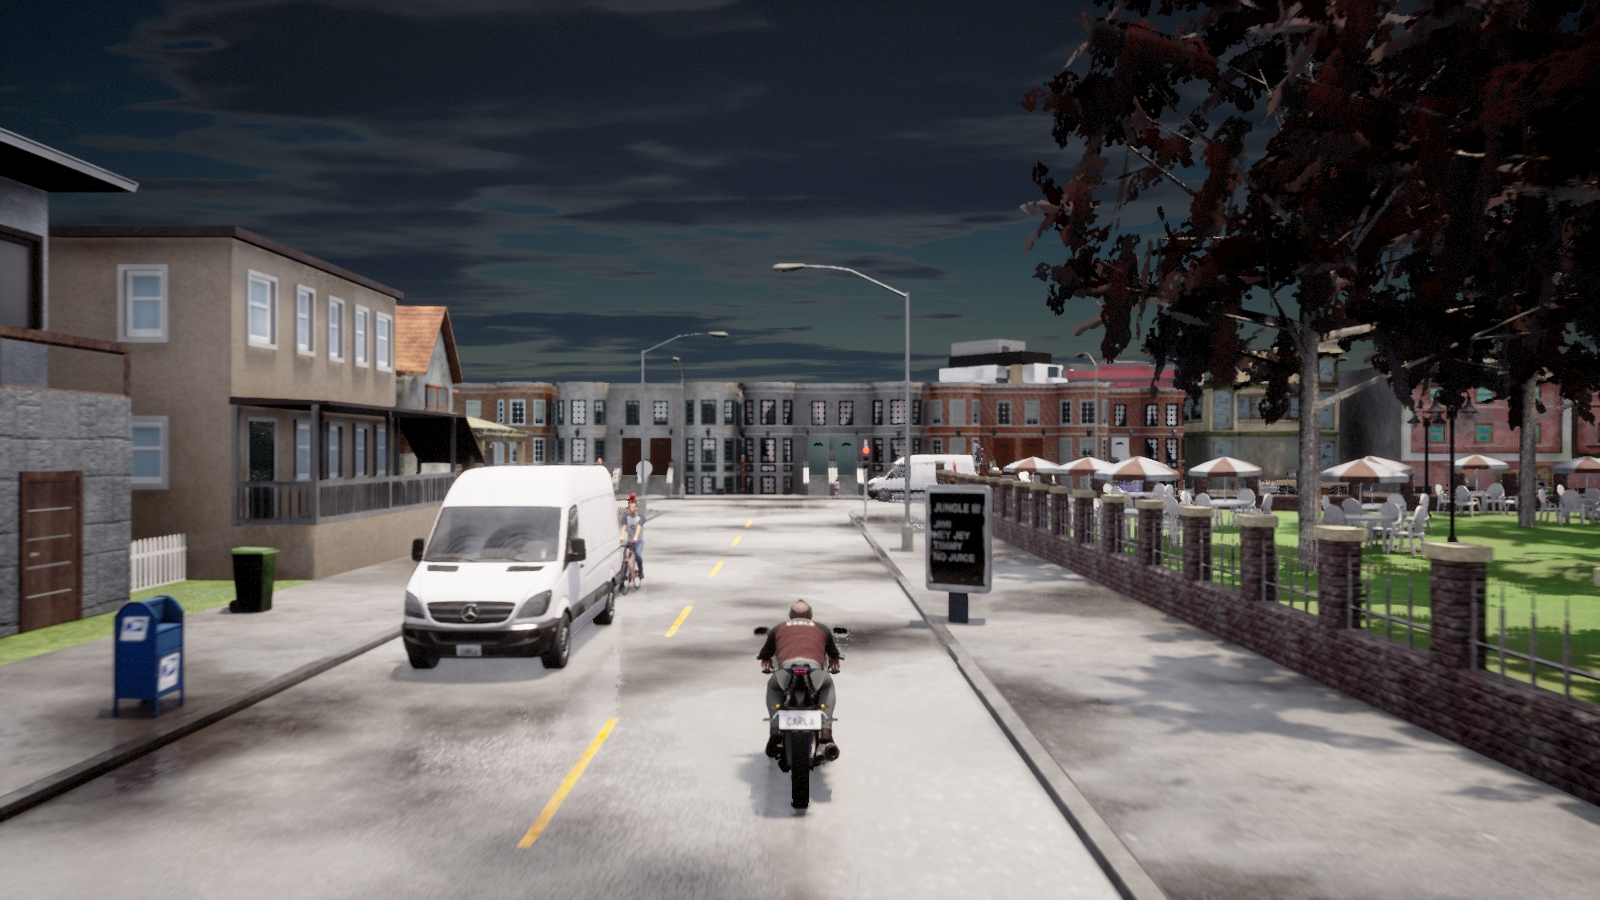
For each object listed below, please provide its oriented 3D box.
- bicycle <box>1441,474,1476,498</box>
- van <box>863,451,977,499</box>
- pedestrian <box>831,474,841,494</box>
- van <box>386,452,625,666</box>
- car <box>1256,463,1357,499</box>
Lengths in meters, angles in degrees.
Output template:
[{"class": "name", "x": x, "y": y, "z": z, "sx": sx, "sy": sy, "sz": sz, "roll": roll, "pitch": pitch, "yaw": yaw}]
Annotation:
[{"class": "bicycle", "x": 35.484, "y": 1.944, "z": 61.597, "sx": 1.643, "sy": 1.296, "sz": 0.373, "roll": 0, "pitch": 0, "yaw": 1}, {"class": "van", "x": 6.443, "y": 1.322, "z": 61.705, "sx": 5.915, "sy": 2.561, "sz": 1.988, "roll": 0, "pitch": 0, "yaw": 0}, {"class": "pedestrian", "x": 2.053, "y": 1.912, "z": 64.680, "sx": 0.500, "sy": 1.100, "sz": 0.500, "roll": 0, "pitch": 0, "yaw": -10}, {"class": "van", "x": -3.987, "y": 1.316, "z": 16.682, "sx": 1.988, "sy": 2.561, "sz": 5.915, "roll": 0, "pitch": 0, "yaw": 0}, {"class": "car", "x": 27.227, "y": 1.652, "z": 61.545, "sx": 4.605, "sy": 1.855, "sz": 1.932, "roll": 0, "pitch": 0, "yaw": 2}]
